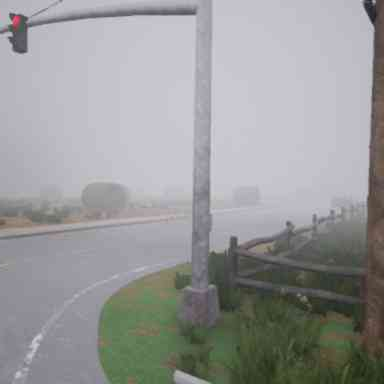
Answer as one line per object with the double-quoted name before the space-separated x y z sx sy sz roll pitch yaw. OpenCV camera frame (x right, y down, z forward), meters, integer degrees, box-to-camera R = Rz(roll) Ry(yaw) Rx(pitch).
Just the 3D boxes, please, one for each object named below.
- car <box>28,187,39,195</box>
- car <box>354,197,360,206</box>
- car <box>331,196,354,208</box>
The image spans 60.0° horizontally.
"car" -37.226 -0.246 78.337 1.905 1.878 3.866 7 1 -13
"car" 25.878 1.470 53.616 1.895 1.301 4.718 1 1 33
"car" 20.296 1.352 45.173 1.882 1.535 5.008 1 1 33
